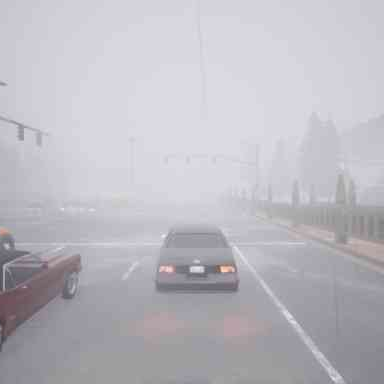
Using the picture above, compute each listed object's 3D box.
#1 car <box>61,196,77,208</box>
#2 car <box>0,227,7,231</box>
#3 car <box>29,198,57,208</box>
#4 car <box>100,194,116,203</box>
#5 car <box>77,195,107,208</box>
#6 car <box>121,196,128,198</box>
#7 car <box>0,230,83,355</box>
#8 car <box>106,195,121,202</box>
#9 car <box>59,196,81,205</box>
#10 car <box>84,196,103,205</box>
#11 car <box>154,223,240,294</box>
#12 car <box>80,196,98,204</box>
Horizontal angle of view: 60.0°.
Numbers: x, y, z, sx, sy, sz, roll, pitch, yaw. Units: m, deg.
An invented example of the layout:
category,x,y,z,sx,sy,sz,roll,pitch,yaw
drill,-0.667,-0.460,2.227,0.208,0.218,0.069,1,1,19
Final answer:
category,x,y,z,sx,sy,sz,roll,pitch,yaw
car,-17.619,1.519,49.410,1.812,1.442,4.674,0,0,0
car,-6.907,1.351,9.161,2.097,1.767,4.553,0,0,0
car,-21.136,1.541,47.398,2.033,1.411,5.357,0,0,0
car,-17.556,1.345,69.743,2.097,1.767,4.553,0,0,0
car,-14.136,1.541,47.286,2.033,1.411,5.357,0,0,0
car,-14.055,1.483,67.888,2.128,1.511,4.902,0,0,0
car,-3.404,1.600,5.496,1.895,1.301,4.718,0,0,0
car,-14.121,1.593,57.358,1.895,1.301,4.718,0,0,0
car,-21.114,1.469,57.781,1.882,1.535,5.008,0,0,0
car,-17.612,1.469,59.445,1.882,1.535,5.008,0,0,1
car,0.093,1.546,8.951,2.033,1.411,5.357,0,0,0
car,-21.054,1.516,68.005,2.128,1.511,4.902,0,0,0
